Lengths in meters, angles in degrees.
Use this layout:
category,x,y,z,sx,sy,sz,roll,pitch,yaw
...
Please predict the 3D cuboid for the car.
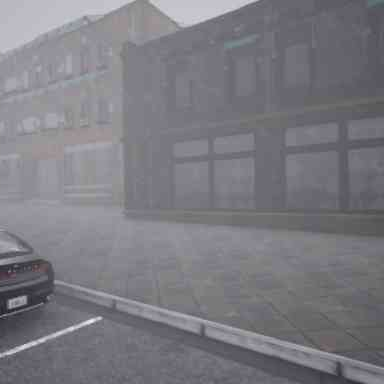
category,x,y,z,sx,sy,sz,roll,pitch,yaw
car,-4.711,1.450,6.587,4.892,1.521,2.231,0,0,35
